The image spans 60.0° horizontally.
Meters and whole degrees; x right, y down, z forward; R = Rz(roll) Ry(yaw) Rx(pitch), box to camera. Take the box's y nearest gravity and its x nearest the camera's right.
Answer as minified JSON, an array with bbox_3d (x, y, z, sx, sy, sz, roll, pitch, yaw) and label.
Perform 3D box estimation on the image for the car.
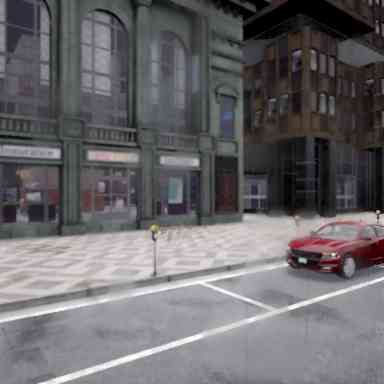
[{"bbox_3d":[4.738,1.551,10.033,4.507,1.381,1.887,0,0,-36],"label":"car"}]
